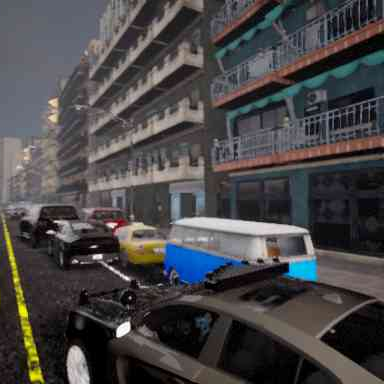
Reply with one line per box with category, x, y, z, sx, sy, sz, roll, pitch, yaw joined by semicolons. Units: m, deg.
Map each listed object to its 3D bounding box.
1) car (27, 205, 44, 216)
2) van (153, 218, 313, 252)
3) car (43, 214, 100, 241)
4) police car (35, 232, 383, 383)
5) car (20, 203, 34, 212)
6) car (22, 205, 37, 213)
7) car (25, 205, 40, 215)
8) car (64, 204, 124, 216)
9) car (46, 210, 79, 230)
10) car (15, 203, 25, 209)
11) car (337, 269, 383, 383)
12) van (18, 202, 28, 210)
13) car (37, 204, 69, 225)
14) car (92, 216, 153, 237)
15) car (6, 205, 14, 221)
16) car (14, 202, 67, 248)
car;-21.991;2.609;46.719;1.752;1.417;4.829;2;-2;-30
van;0.771;1.522;7.384;1.690;1.788;3.998;2;-2;-30
car;-4.113;1.797;12.324;1.837;1.490;4.892;1;-2;-30
police car;0.433;1.508;3.236;1.930;1.638;5.238;1;-2;-44
car;-30.407;2.859;61.271;1.967;1.590;4.097;2;-2;-30
car;-27.574;2.856;56.368;2.008;1.369;4.403;2;-2;-30
car;-24.825;2.721;51.618;1.752;1.417;4.829;2;-2;-30
car;-4.898;1.720;17.183;2.192;1.841;5.009;2;-2;-30
car;-10.569;2.211;26.973;1.802;1.307;4.206;2;-2;-30
car;-41.746;3.439;80.863;1.947;1.339;4.313;2;-2;-30
car;3.603;1.635;2.478;1.947;1.339;4.313;2;-2;-30
van;-36.075;2.987;71.072;1.690;1.788;3.998;2;-2;-30
car;-13.400;2.057;31.880;2.192;1.841;5.009;2;-2;-30
car;-2.151;1.822;12.425;1.752;1.417;4.829;2;-2;-30
car;-19.232;2.400;36.858;2.033;1.411;5.357;1;-2;-30
car;-7.470;1.623;17.249;2.150;2.045;5.566;1;-2;-35
